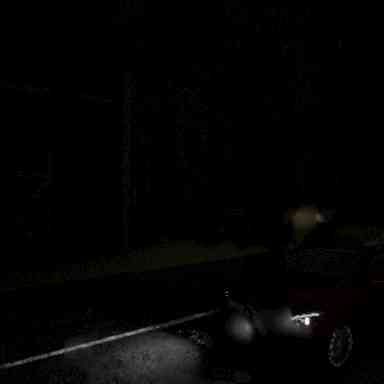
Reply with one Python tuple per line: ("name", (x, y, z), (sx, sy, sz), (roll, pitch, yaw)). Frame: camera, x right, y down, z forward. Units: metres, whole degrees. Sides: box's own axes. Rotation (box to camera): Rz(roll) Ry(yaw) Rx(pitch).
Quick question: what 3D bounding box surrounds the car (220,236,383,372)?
("car", (2.623, 1.566, 5.842), (4.674, 1.442, 1.812), (1, 0, -36))
